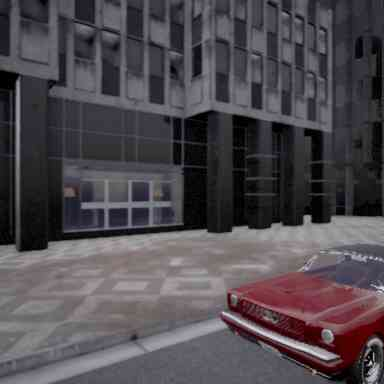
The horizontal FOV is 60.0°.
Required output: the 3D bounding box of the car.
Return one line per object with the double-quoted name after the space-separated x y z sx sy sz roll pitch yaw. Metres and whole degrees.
2.750 1.603 5.339 4.718 1.301 1.895 0 0 -35 "car"
